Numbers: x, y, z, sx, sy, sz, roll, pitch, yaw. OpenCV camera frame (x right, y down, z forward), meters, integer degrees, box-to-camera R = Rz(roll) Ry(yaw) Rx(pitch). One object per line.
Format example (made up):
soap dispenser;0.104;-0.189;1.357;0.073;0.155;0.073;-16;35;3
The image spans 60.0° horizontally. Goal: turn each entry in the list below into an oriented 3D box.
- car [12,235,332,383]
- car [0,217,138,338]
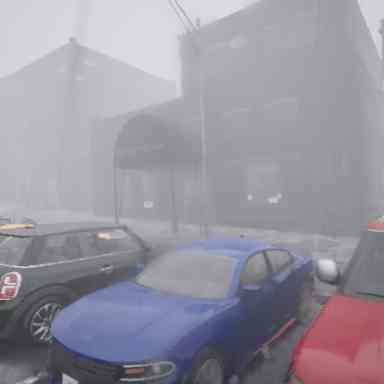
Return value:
car;0.356;1.505;5.089;2.097;1.535;5.008;0;0;36
car;-1.946;1.372;6.734;2.185;1.767;4.553;1;0;36
